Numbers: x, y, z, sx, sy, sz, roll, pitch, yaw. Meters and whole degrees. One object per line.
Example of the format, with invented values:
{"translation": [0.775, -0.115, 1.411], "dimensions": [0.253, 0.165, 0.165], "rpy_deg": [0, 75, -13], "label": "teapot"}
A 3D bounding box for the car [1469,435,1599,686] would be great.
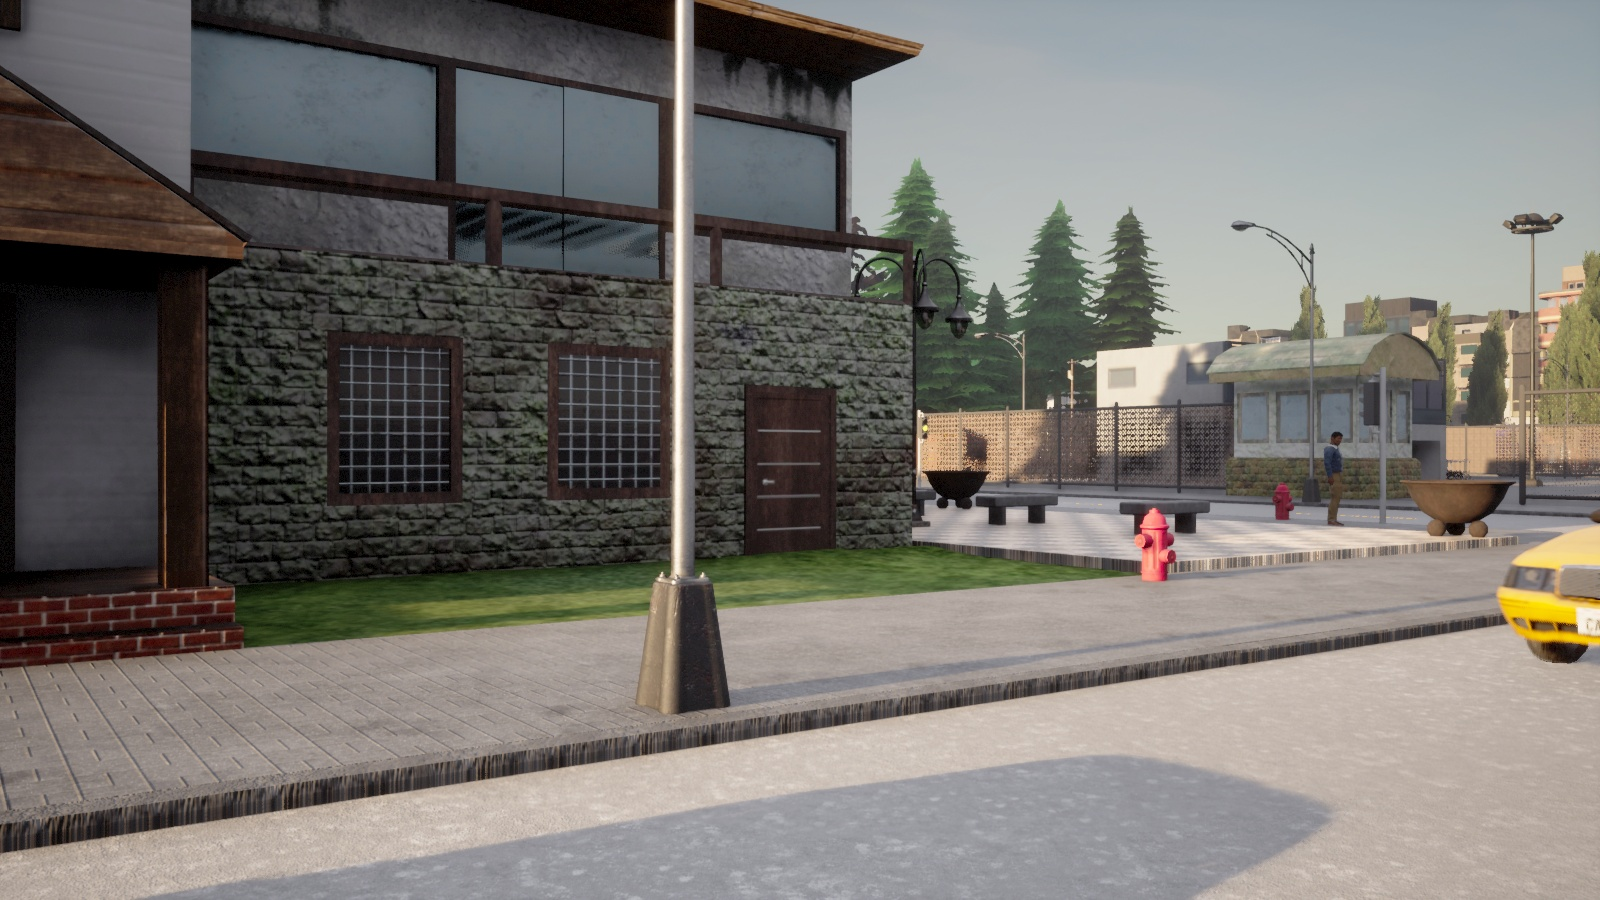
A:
{"translation": [7.284, 0.691, 9.311], "dimensions": [5.366, 1.575, 1.801], "rpy_deg": [0, 0, -34], "label": "car"}

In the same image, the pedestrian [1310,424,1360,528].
{"translation": [10.221, 0.487, 24.008], "dimensions": [0.788, 1.949, 0.423], "rpy_deg": [0, 0, 39], "label": "pedestrian"}

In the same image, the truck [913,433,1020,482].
{"translation": [8.701, 0.400, 65.490], "dimensions": [5.204, 2.467, 2.627], "rpy_deg": [0, 0, -37], "label": "truck"}

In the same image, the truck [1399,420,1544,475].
{"translation": [43.819, -0.129, 82.113], "dimensions": [7.936, 3.462, 2.891], "rpy_deg": [0, 0, 42], "label": "truck"}
